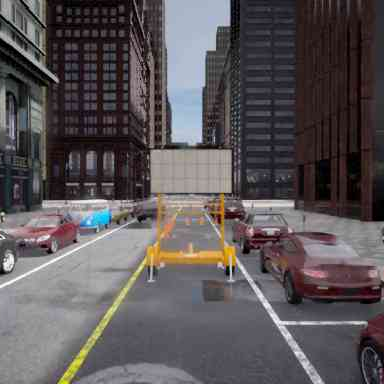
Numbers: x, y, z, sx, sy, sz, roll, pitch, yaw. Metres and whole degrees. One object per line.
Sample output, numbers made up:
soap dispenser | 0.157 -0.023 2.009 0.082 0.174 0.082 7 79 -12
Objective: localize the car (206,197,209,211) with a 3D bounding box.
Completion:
car | 2.688 1.324 30.375 2.192 1.841 5.009 0 0 0

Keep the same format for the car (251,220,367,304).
car | 2.741 1.582 7.831 1.802 1.307 4.206 0 0 0

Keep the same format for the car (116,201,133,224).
car | -5.822 1.531 24.545 1.752 1.417 4.829 0 0 0

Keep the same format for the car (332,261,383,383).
car | 2.755 1.582 2.194 1.802 1.307 4.206 0 0 0

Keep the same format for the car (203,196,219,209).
car | 2.650 1.464 47.283 1.967 1.590 4.097 0 0 0

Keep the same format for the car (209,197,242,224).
car | 2.701 1.321 24.738 2.192 1.841 5.009 0 0 0

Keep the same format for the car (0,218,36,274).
car | -5.784 1.551 7.805 2.008 1.369 4.403 0 0 0

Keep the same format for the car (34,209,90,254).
car | -5.796 1.583 13.443 1.802 1.307 4.206 0 0 0

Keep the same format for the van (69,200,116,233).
van | -5.810 1.344 19.079 1.690 1.788 3.998 0 0 0

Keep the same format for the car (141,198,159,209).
car | -5.874 1.575 47.262 2.008 1.369 4.403 0 0 0

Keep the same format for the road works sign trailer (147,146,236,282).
road works sign trailer | -0.023 0.465 9.713 2.380 3.560 2.880 0 0 0

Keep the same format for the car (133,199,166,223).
car | -3.060 1.554 26.173 2.033 1.411 5.357 0 0 0

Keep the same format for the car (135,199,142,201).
car | -5.835 1.591 30.352 1.802 1.307 4.206 0 0 0

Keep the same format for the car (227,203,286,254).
car | 2.728 1.441 13.467 1.967 1.590 4.097 0 0 0

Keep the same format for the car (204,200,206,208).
car | 2.676 1.579 36.011 1.947 1.339 4.313 0 0 0
